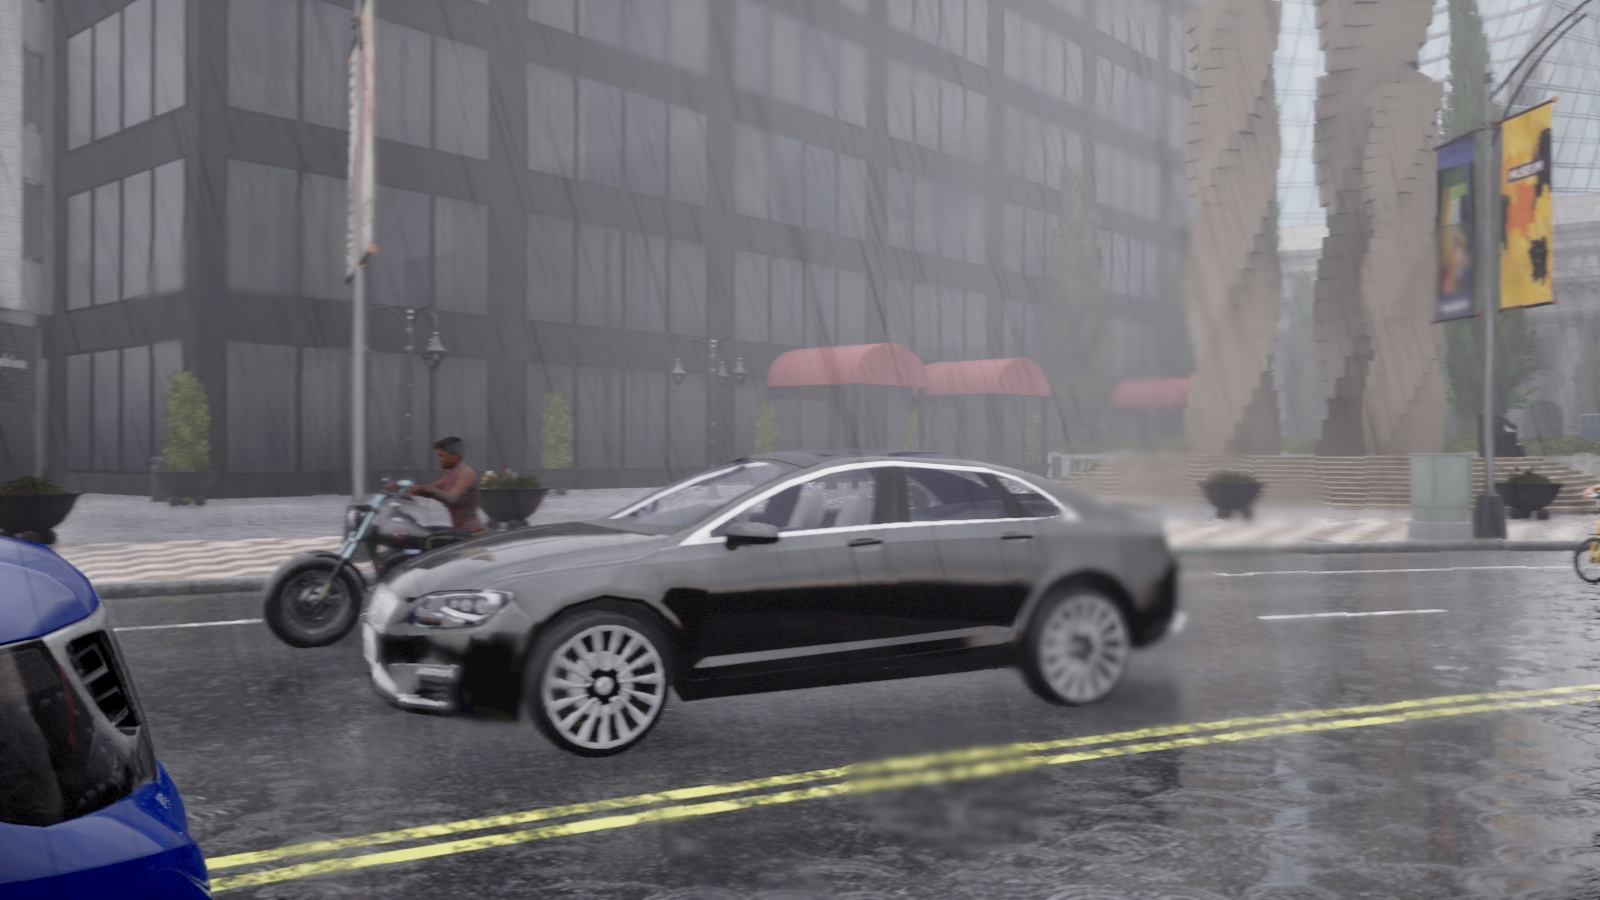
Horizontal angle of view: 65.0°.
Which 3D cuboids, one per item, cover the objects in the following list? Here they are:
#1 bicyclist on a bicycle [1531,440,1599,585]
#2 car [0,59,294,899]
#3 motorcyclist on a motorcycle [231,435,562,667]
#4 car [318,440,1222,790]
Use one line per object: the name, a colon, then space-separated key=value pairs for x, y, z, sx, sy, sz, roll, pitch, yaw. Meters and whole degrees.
bicyclist on a bicycle: x=9.423 y=0.688 z=14.494 sx=1.509 sy=1.612 sz=0.866 roll=0 pitch=0 yaw=-12
car: x=-3.670 y=0.470 z=1.148 sx=5.566 sy=2.045 sz=2.150 roll=0 pitch=0 yaw=-38
motorcyclist on a motorcycle: x=-3.123 y=0.713 z=9.809 sx=2.350 sy=1.649 sz=0.766 roll=0 pitch=0 yaw=-28
car: x=-0.144 y=0.711 z=7.427 sx=4.902 sy=1.511 sz=2.128 roll=0 pitch=0 yaw=-25
